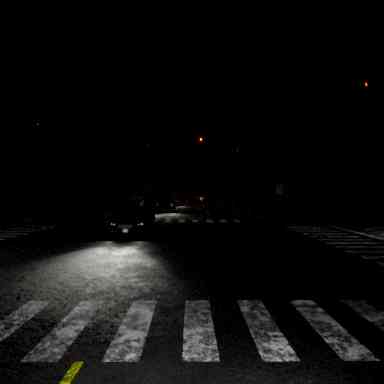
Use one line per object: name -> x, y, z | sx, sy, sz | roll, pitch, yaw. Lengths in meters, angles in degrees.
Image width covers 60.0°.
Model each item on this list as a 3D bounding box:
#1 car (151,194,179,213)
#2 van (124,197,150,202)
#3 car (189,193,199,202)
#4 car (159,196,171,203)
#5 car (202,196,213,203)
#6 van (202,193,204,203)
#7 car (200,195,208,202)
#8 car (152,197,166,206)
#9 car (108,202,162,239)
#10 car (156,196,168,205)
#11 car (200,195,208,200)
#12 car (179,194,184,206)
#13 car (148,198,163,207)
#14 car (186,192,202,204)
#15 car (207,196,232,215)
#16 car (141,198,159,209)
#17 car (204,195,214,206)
car -> -2.874, 1.354, 36.673 | 2.097, 1.767, 4.553 | 0, 0, 0
van -> -5.653, 1.343, 33.469 | 1.690, 1.788, 3.998 | 0, 0, 0
car -> 0.459, 1.185, 73.800 | 2.097, 1.767, 4.553 | 0, 0, 0
car -> -5.439, 1.566, 67.478 | 1.947, 1.339, 4.313 | 0, 0, 0
car -> 3.087, 1.551, 67.433 | 2.008, 1.369, 4.403 | 0, 0, 0
van -> 3.015, 1.343, 56.094 | 1.690, 1.788, 3.998 | 0, 0, 0
car -> 2.846, 1.452, 79.604 | 1.801, 1.575, 5.366 | 0, 0, 0
car -> -5.510, 1.568, 56.142 | 1.947, 1.339, 4.313 | 0, 0, 0
car -> -3.013, 1.491, 17.546 | 2.128, 1.511, 4.902 | 0, 0, 1
car -> -5.476, 1.526, 61.640 | 1.752, 1.417, 4.829 | 0, 0, 0
car -> 3.230, 1.557, 90.110 | 1.947, 1.339, 4.313 | 0, 0, 0
car -> -2.756, 1.480, 53.883 | 1.882, 1.535, 5.008 | 0, 0, 1
car -> -5.546, 1.584, 50.474 | 1.802, 1.307, 4.206 | 0, 0, 0
car -> 0.395, 1.222, 63.440 | 2.150, 2.045, 5.566 | 0, 0, 0
car -> 2.872, 1.442, 33.418 | 1.967, 1.590, 4.097 | 0, 0, 0
car -> -5.582, 1.568, 44.806 | 1.947, 1.339, 4.313 | 0, 0, 0
car -> 2.944, 1.443, 44.756 | 1.967, 1.590, 4.097 | 0, 0, 0
